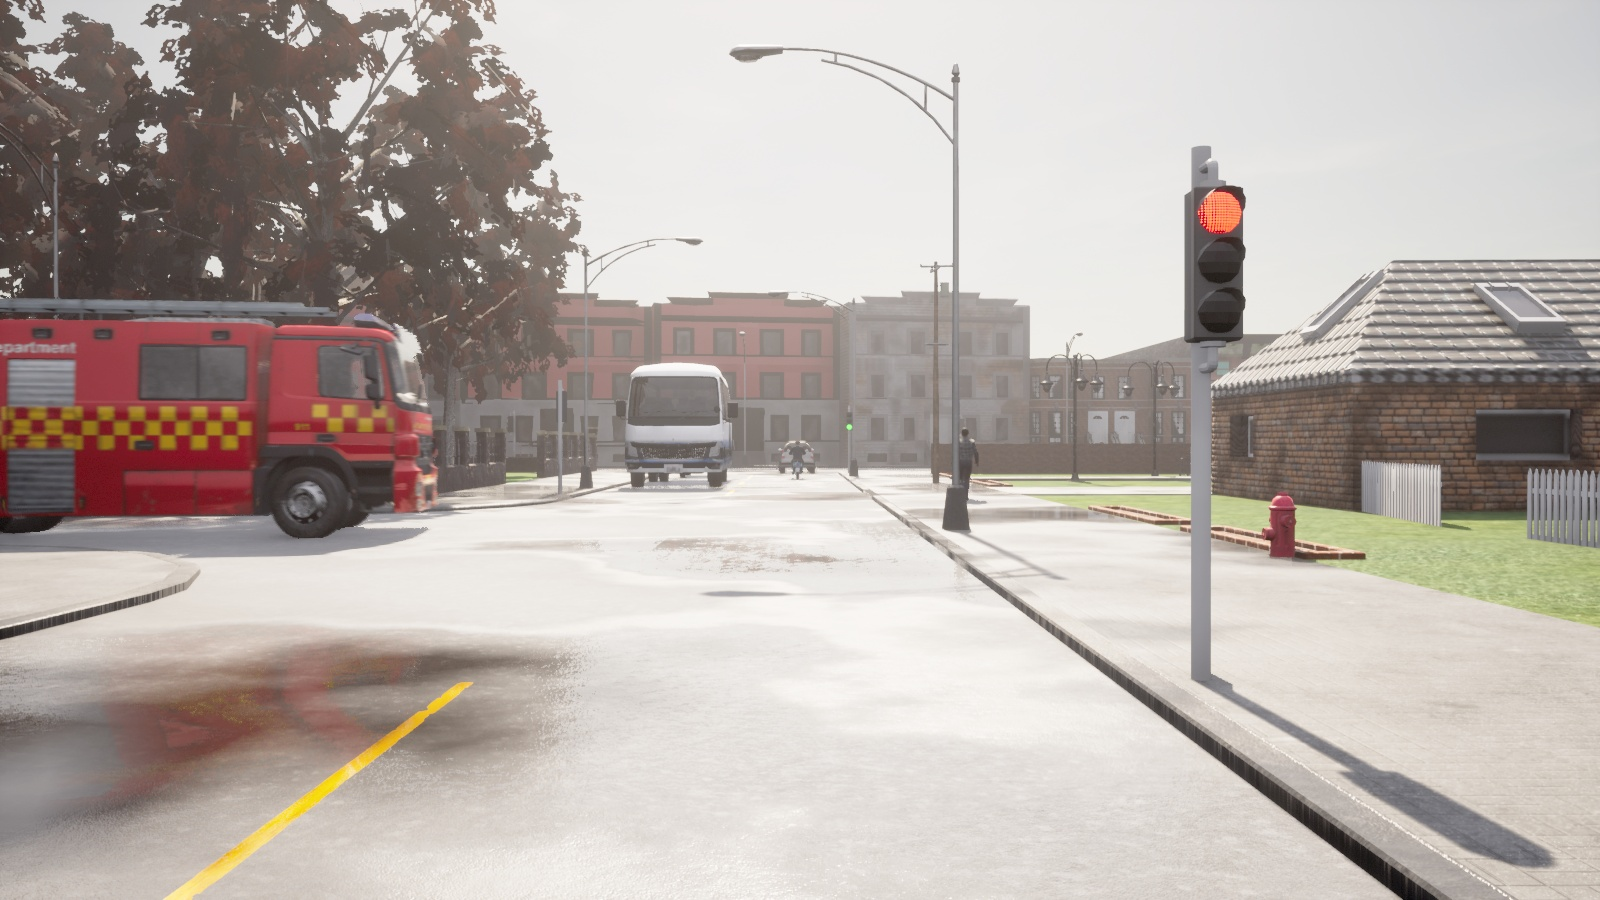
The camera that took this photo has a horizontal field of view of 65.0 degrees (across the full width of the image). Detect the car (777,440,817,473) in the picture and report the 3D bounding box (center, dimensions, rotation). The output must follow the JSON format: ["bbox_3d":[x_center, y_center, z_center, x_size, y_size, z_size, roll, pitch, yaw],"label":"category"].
[{"bbox_3d":[-0.198,0.287,63.402,1.851,1.617,3.988,0,0,-2],"label":"car"}]

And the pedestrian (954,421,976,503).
[{"bbox_3d":[3.978,0.284,30.288,0.423,1.949,0.788,0,0,-1],"label":"pedestrian"}]

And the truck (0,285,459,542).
[{"bbox_3d":[-10.081,-0.542,20.475,8.468,3.827,2.891,0,0,-9],"label":"truck"}]

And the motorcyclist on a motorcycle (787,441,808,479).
[{"bbox_3d":[-0.098,0.404,52.409,0.866,1.590,1.817,0,0,0],"label":"motorcyclist on a motorcycle"}]

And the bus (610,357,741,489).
[{"bbox_3d":[-4.227,-0.889,45.382,3.944,4.253,10.273,0,0,-1],"label":"bus"}]
